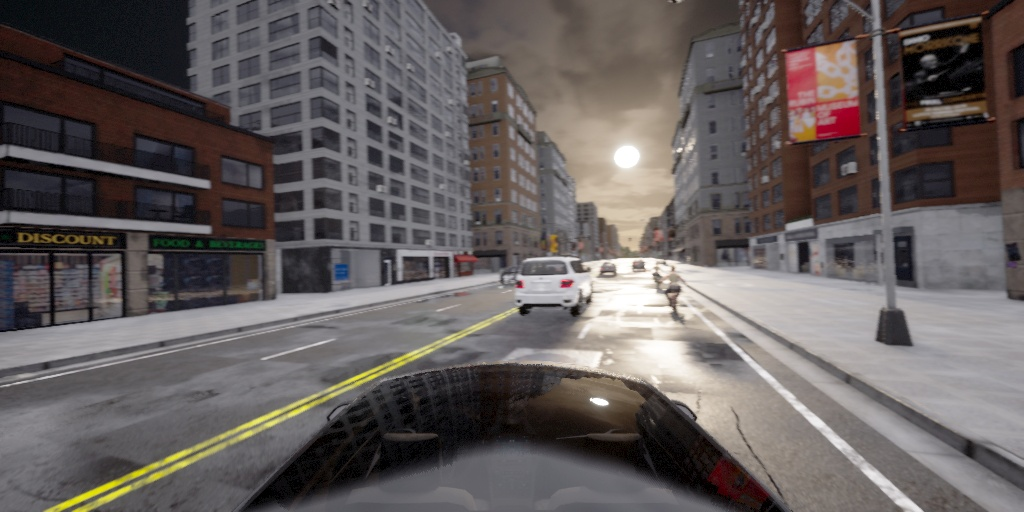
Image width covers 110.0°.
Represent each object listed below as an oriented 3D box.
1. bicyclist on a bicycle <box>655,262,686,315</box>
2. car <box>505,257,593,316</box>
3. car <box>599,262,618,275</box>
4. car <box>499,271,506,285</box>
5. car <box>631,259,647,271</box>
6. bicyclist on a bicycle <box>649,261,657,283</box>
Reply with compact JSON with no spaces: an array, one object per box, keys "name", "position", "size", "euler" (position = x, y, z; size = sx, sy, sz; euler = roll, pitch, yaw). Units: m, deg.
[{"name":"bicyclist on a bicycle","position":[5.466,1.119,12.159],"size":[0.866,1.612,1.509],"euler":[-2,-1,19]},{"name":"car","position":[1.817,1.064,14.046],"size":[2.150,2.045,5.566],"euler":[-2,-1,19]},{"name":"car","position":[10.858,1.395,40.241],"size":[2.033,1.411,5.357],"euler":[-2,-1,19]},{"name":"car","position":[0.436,1.598,30.550],"size":[2.128,1.511,4.902],"euler":[-2,-1,19]},{"name":"car","position":[17.050,1.217,48.274],"size":[2.128,1.511,4.902],"euler":[-2,-1,19]},{"name":"bicyclist on a bicycle","position":[8.514,1.122,21.105],"size":[0.866,1.612,1.509],"euler":[-2,-1,19]}]
